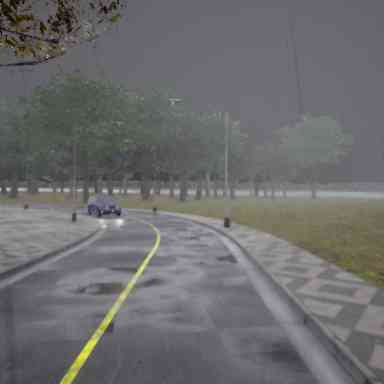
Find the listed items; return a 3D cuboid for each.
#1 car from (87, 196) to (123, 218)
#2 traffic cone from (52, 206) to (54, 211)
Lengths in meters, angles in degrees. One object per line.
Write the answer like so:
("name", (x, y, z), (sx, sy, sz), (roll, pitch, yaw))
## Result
("car", (-8.699, 1.372, 32.798), (2.150, 2.045, 5.566), (0, 0, -32))
("traffic cone", (-17.237, 2.052, 41.071), (0.340, 0.580, 0.340), (-5, 2, -31))
